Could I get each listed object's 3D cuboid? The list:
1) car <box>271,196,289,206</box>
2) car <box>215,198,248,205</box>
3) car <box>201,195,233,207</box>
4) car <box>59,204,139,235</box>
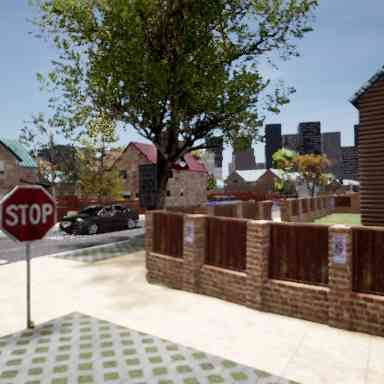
[{"bbox_3d":[12.593,1.252,47.176,1.812,1.442,4.674,-1,0,31],"label":"car"},{"bbox_3d":[4.023,1.394,27.689,1.895,1.301,4.718,-1,0,32],"label":"car"},{"bbox_3d":[2.616,1.185,31.025,2.097,1.767,4.553,-1,0,31],"label":"car"},{"bbox_3d":[-5.025,1.439,18.514,1.837,1.490,4.892,-1,0,31],"label":"car"}]
